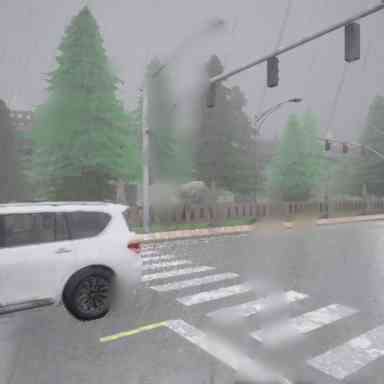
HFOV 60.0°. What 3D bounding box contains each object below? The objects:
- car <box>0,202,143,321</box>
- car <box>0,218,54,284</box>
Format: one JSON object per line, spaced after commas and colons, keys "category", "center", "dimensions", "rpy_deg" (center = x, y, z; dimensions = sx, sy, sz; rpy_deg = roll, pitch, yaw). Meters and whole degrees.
{"category": "car", "center": [-3.569, 1.221, 5.746], "dimensions": [5.566, 2.045, 2.150], "rpy_deg": [0, 0, -36]}
{"category": "car", "center": [-6.105, 1.526, 8.233], "dimensions": [4.674, 1.442, 1.812], "rpy_deg": [0, 0, -36]}
